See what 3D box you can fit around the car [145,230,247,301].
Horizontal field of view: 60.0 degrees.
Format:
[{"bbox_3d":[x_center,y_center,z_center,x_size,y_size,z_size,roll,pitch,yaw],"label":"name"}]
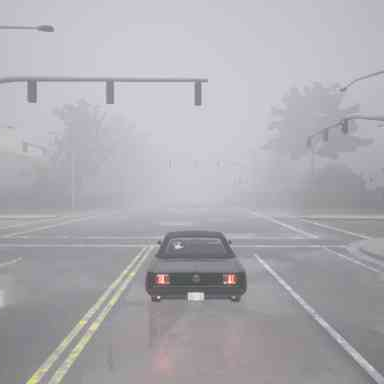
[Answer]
[{"bbox_3d":[0.066,1.601,8.242,1.895,1.301,4.718,0,0,0],"label":"car"}]
